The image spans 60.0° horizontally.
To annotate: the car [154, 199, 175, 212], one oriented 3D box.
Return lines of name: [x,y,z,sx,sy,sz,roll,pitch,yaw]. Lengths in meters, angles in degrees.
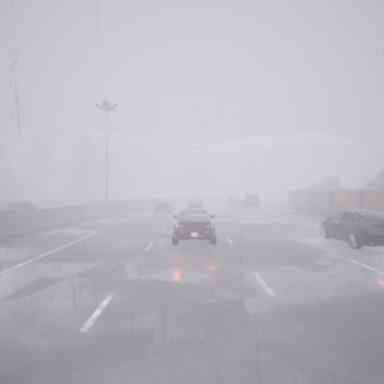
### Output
car: [-3.114,1.505,38.013,1.812,1.442,4.674,0,0,4]

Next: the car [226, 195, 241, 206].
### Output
car: [6.937,1.324,53.284,2.097,1.767,4.553,0,0,19]

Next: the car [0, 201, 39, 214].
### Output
car: [-14.077,1.491,26.683,1.837,1.490,4.892,0,0,0]

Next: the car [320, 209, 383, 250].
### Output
car: [7.091,1.498,14.204,1.837,1.490,4.892,0,0,0]

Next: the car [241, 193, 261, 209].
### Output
car: [7.988,1.199,44.348,2.150,2.045,5.566,-1,0,10]

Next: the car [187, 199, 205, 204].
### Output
car: [0.551,1.579,41.674,1.895,1.301,4.718,0,0,6]

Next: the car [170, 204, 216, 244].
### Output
car: [0.093,1.517,15.518,1.812,1.442,4.674,0,0,0]
